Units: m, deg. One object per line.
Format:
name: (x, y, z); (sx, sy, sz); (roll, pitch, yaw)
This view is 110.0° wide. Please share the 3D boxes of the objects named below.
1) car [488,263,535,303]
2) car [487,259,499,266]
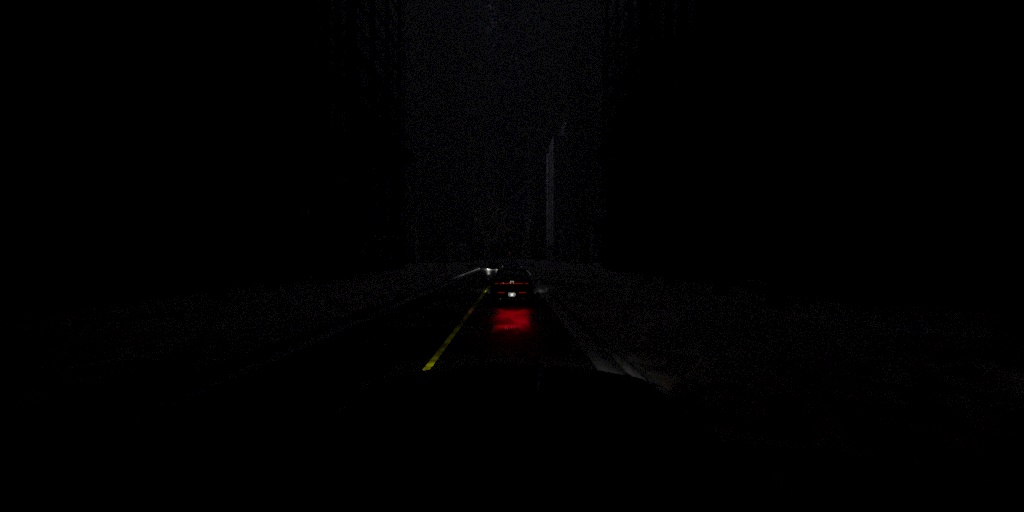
car: (0.000, 1.264, 16.500); (1.837, 1.490, 4.892); (0, 0, 0)
car: (-3.000, 1.325, 59.501); (1.837, 1.490, 4.892); (0, 0, 0)
